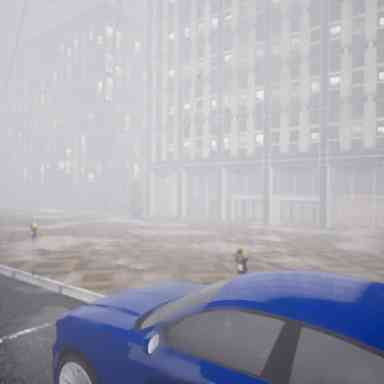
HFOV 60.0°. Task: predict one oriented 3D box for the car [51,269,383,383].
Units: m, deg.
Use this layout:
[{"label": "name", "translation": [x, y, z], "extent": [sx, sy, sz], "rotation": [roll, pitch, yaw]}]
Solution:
[{"label": "car", "translation": [0.777, 1.466, 2.878], "extent": [5.008, 1.535, 1.882], "rotation": [1, 1, 36]}]
